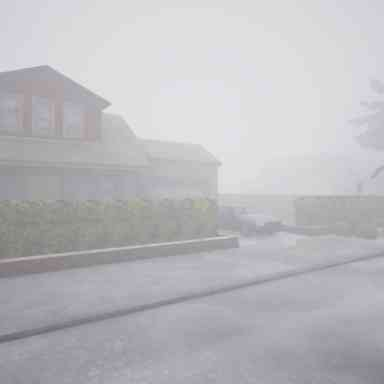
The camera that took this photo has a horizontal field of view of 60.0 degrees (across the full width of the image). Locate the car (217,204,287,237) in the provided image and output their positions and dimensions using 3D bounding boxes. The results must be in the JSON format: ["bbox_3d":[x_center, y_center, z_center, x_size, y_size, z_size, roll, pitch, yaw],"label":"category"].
[{"bbox_3d":[2.235,1.356,16.975,2.033,1.415,5.357,0,0,-33],"label":"car"}]
